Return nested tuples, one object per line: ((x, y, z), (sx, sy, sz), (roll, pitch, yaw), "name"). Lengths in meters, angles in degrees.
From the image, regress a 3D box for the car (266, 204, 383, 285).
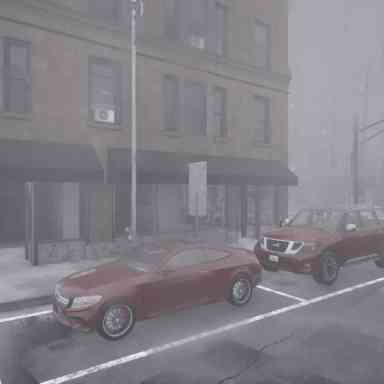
((4.061, 1.315, 9.648), (5.009, 1.841, 2.192), (0, 0, -35), "car")

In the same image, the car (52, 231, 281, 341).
((-0.441, 1.582, 6.447), (4.206, 1.307, 1.802), (0, 0, -35), "car")
